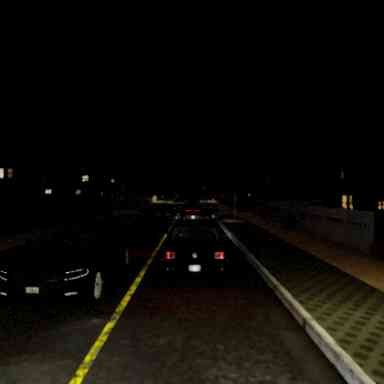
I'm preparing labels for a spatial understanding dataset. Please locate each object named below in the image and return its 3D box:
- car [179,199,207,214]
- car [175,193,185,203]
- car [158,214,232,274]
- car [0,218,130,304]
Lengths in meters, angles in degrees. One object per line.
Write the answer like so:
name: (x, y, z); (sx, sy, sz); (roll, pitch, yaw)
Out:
car: (0.086, 1.510, 25.678); (1.837, 1.490, 4.892); (0, 0, 0)
car: (-2.738, 1.358, 75.824); (2.150, 2.045, 5.566); (0, 0, 0)
car: (0.085, 1.599, 10.458); (1.895, 1.301, 4.718); (0, 0, 0)
car: (-2.846, 1.475, 8.424); (1.882, 1.535, 5.008); (0, 0, 0)
